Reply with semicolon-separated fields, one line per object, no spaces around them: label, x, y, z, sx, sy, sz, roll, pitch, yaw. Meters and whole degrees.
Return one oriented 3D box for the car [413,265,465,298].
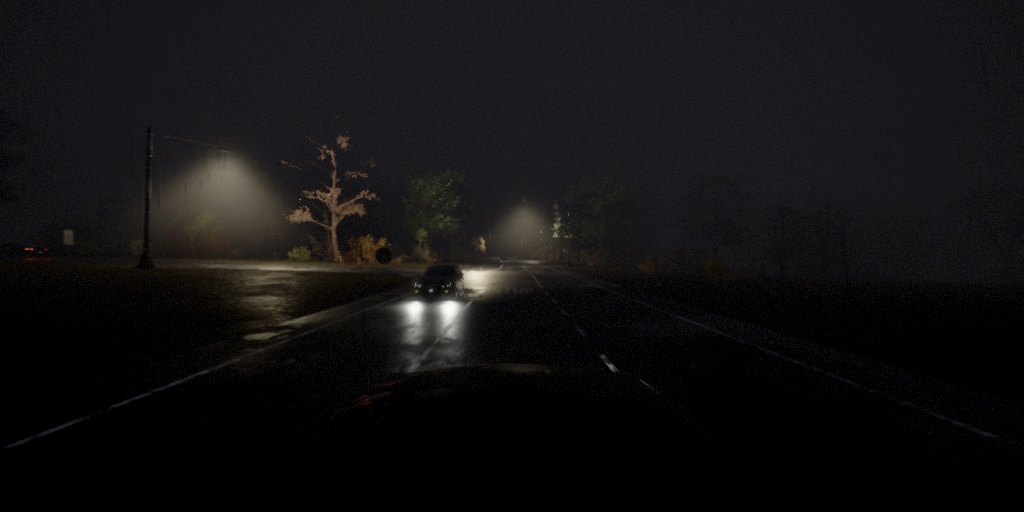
car;-3.452;1.209;17.730;1.837;1.490;4.892;0;0;0

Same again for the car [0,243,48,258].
car;-49.241;-0.606;35.698;4.674;1.442;1.812;2;0;0
